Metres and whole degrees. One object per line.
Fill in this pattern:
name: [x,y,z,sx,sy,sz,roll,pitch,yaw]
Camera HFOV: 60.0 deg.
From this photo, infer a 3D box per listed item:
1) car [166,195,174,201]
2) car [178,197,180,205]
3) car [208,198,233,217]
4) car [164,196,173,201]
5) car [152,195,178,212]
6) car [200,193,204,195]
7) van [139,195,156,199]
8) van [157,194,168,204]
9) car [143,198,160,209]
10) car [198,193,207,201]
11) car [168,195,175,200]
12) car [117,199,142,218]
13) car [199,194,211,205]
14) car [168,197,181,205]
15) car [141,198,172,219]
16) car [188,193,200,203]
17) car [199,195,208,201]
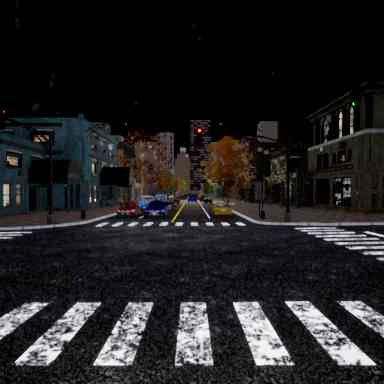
car: [-5.641,1.526,85.831,1.887,1.381,4.507,0,0,0]
car: [-3.063,1.555,47.944,1.994,1.385,4.181,0,0,0]
car: [2.706,1.520,30.533,1.752,1.417,4.829,-1,0,0]
car: [-5.645,1.549,80.284,1.947,1.339,4.313,0,0,0]
car: [-3.075,1.484,38.820,2.128,1.511,4.902,0,0,0]
car: [2.733,1.551,74.733,1.947,1.339,4.313,-1,0,0]
van: [-5.669,1.333,41.460,1.690,1.788,3.998,0,0,0]
van: [-5.656,1.328,63.645,1.690,1.788,3.998,0,0,0]
car: [-5.665,1.536,47.007,1.887,1.381,4.507,0,0,0]
car: [2.737,1.297,85.826,2.192,1.841,5.009,-1,0,0]
car: [-5.638,1.562,91.377,1.802,1.307,4.206,0,0,0]
car: [-5.674,1.577,30.367,1.802,1.307,4.206,0,0,0]
car: [2.723,1.539,58.094,2.008,1.369,4.403,-1,0,0]
car: [-3.028,1.589,58.054,1.895,1.301,4.718,0,0,0]
car: [-3.099,1.521,29.621,1.812,1.442,4.674,0,0,0]
car: [0.110,1.463,70.795,1.882,1.535,5.008,0,0,0]
car: [2.737,1.528,80.279,1.887,1.381,4.507,-1,0,0]
